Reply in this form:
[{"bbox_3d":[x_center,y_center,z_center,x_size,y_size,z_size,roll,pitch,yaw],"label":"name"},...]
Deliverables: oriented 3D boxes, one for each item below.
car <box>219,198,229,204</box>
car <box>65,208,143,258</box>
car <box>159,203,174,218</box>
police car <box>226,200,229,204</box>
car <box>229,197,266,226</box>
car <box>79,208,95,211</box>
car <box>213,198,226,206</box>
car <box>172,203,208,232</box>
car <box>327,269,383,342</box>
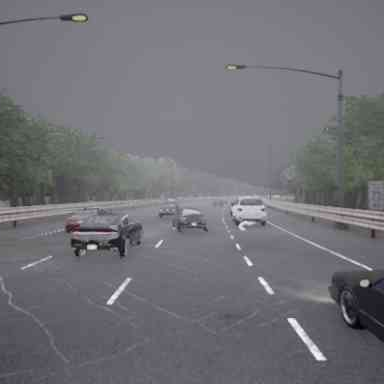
[{"bbox_3d":[7.561,2.185,78.574,1.895,1.301,4.718,0,-1,11],"label":"car"},{"bbox_3d":[-3.171,1.585,13.218,2.128,1.511,4.902,0,0,2],"label":"car"},{"bbox_3d":[-2.068,1.790,33.334,2.033,1.411,5.357,0,0,5],"label":"car"},{"bbox_3d":[5.054,1.765,35.942,2.038,1.542,4.974,0,0,5],"label":"police car"},{"bbox_3d":[4.259,1.401,25.330,2.150,2.045,5.566,0,0,4],"label":"car"},{"bbox_3d":[-6.350,1.715,21.081,1.994,1.385,4.181,0,0,3],"label":"car"},{"bbox_3d":[5.237,1.979,65.073,2.128,1.511,4.902,0,-1,10],"label":"car"},{"bbox_3d":[-0.107,1.676,21.206,1.812,1.442,4.674,-1,0,-6],"label":"car"},{"bbox_3d":[3.510,1.575,3.963,2.033,1.411,5.357,0,0,0],"label":"car"}]
